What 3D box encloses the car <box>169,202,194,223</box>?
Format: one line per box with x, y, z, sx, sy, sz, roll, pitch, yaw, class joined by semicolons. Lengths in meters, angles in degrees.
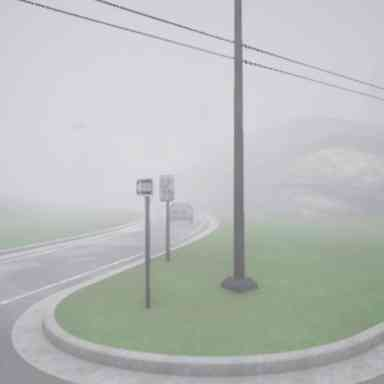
-0.818;1.455;24.748;2.033;1.411;5.357;0;0;0;car
